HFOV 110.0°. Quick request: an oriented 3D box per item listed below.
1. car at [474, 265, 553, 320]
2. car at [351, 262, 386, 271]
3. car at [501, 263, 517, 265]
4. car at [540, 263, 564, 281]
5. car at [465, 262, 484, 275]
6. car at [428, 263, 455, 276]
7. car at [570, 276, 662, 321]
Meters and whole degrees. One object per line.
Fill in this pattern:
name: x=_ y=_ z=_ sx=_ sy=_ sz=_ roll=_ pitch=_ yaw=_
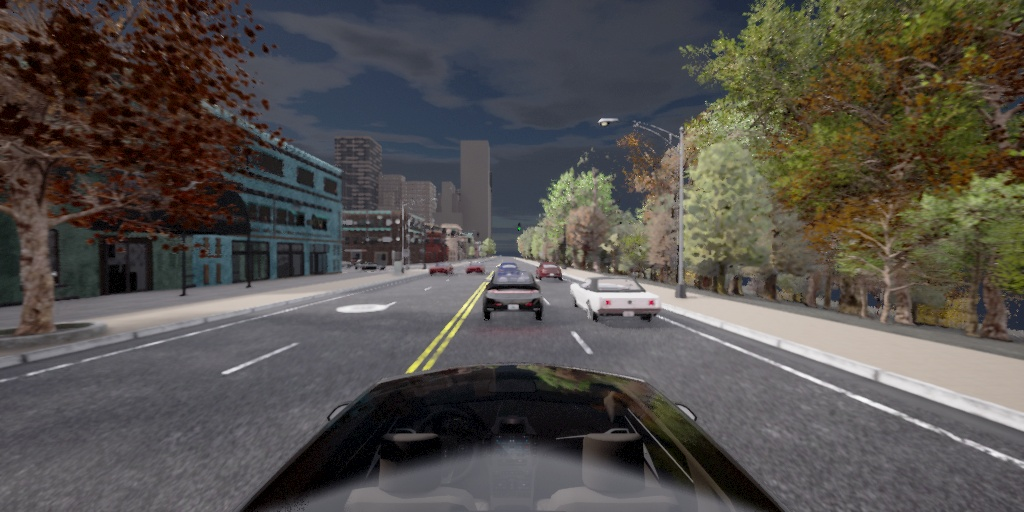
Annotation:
car: x=0.005 y=1.233 z=12.569 sx=2.128 sy=1.511 sz=4.902 roll=0 pitch=0 yaw=-1
car: x=-20.681 y=1.535 z=52.478 sx=4.313 sy=1.339 sz=1.948 roll=0 pitch=0 yaw=-1
car: x=-0.257 y=1.256 z=29.579 sx=1.812 sy=1.442 sz=4.674 roll=0 pitch=0 yaw=-1
car: x=2.994 y=1.256 z=29.582 sx=1.812 sy=1.442 sz=4.674 roll=0 pitch=0 yaw=-1
car: x=-3.804 y=1.326 z=37.884 sx=1.895 sy=1.301 sz=4.718 roll=0 pitch=0 yaw=-1
car: x=-7.034 y=1.328 z=36.048 sx=1.895 sy=1.301 sz=4.718 roll=0 pitch=0 yaw=-1
car: x=3.262 y=1.343 z=12.320 sx=1.895 sy=1.301 sz=4.718 roll=0 pitch=0 yaw=-1
